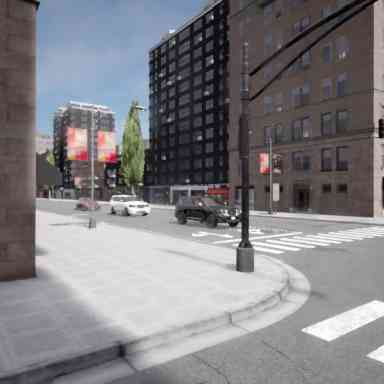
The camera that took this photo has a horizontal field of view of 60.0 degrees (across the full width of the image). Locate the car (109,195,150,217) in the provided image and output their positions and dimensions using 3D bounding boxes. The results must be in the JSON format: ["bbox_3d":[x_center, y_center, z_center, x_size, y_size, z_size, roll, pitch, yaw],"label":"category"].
[{"bbox_3d":[-6.300,1.336,32.948,2.150,2.045,5.566,0,-1,-36],"label":"car"}]

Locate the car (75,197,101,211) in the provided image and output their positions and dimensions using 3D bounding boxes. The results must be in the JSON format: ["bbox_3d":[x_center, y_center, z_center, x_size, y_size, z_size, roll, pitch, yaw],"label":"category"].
[{"bbox_3d":[-13.406,1.513,42.829,2.097,1.767,4.553,0,-1,-36],"label":"car"}]

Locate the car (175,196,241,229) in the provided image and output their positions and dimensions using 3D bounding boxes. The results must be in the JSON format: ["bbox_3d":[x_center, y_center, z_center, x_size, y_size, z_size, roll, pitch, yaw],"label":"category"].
[{"bbox_3d":[0.951,1.286,22.912,2.150,2.045,5.566,0,0,-36],"label":"car"}]
